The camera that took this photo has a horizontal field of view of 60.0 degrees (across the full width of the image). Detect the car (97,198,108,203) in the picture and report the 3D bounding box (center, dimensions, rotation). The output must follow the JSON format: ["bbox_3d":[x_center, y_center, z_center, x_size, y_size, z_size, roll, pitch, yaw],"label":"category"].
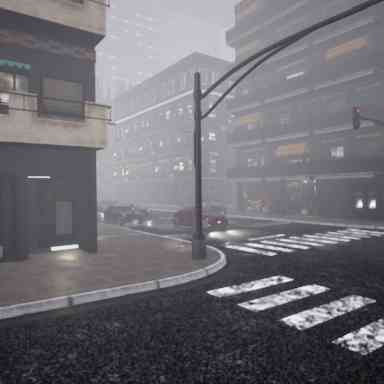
[{"bbox_3d":[-11.603,1.543,37.676,1.837,1.490,4.892,-1,1,-36],"label":"car"}]

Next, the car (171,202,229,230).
[{"bbox_3d":[0.412,1.590,21.124,1.994,1.385,4.181,-1,1,-36],"label":"car"}]

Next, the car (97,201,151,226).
[{"bbox_3d":[-5.140,1.629,24.571,1.947,1.339,4.313,-1,1,-36],"label":"car"}]

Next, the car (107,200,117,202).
[{"bbox_3d":[-5.492,1.633,29.253,1.895,1.301,4.718,-1,1,-36],"label":"car"}]

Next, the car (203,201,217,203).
[{"bbox_3d":[1.234,1.507,29.204,2.008,1.369,4.403,-1,1,-36],"label":"car"}]

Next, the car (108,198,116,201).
[{"bbox_3d":[-11.891,1.514,47.264,1.887,1.381,4.507,-1,1,-36],"label":"car"}]
